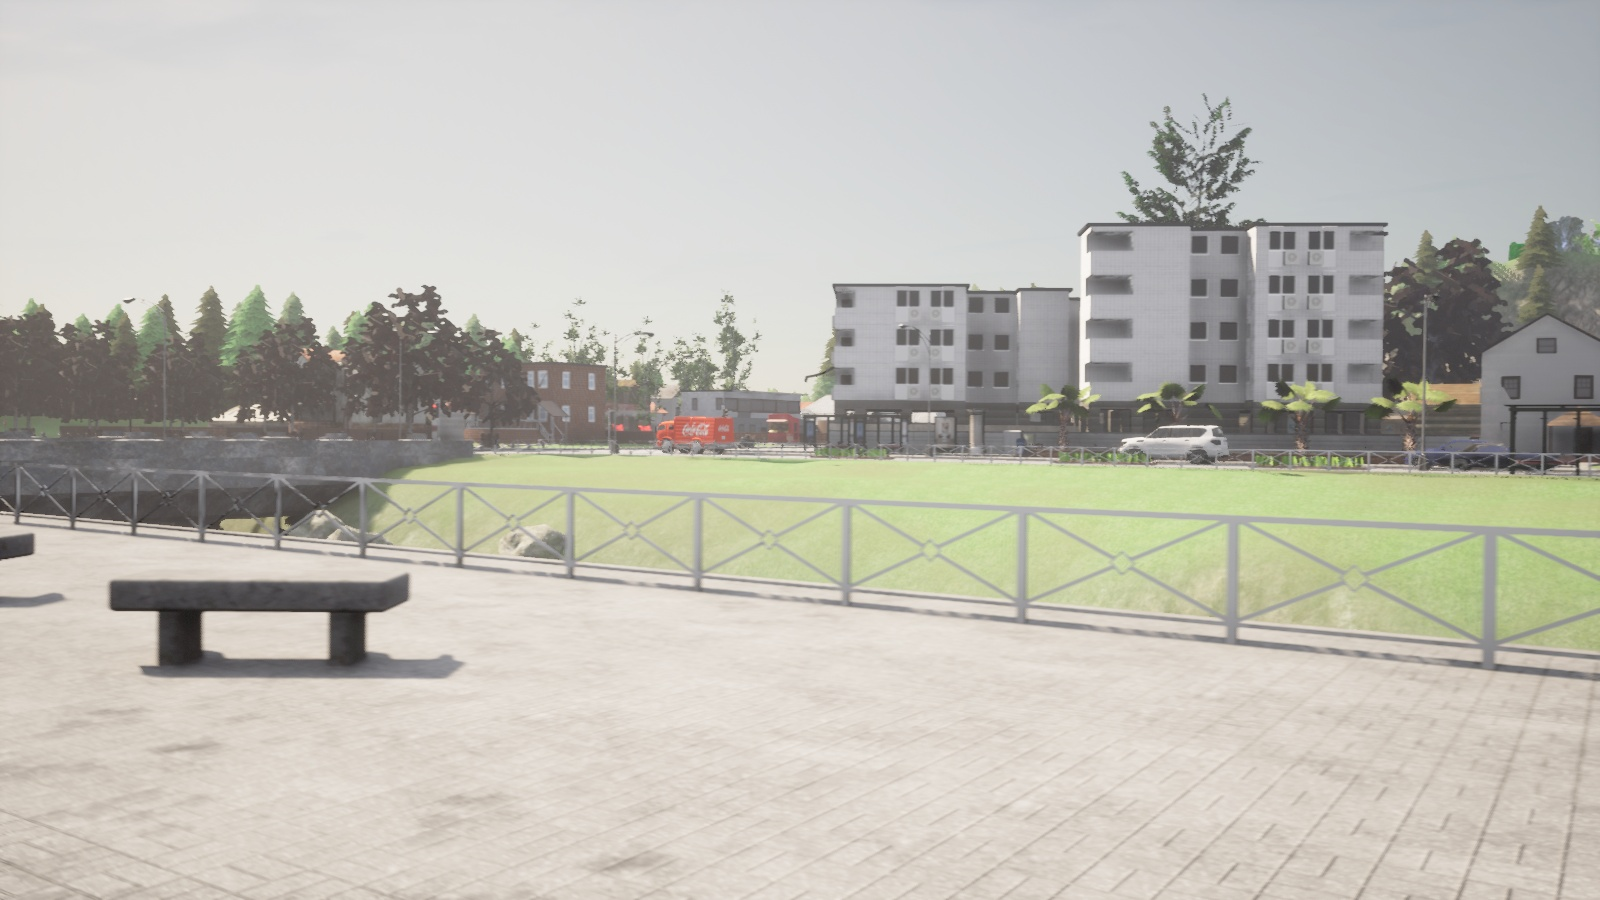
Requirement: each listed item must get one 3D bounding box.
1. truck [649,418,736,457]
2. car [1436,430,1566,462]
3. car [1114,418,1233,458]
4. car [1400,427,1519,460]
[{"bbox_3d":[-7.089,-0.824,83.013,5.204,2.467,2.627,0,1,34],"label":"truck"},{"bbox_3d":[29.902,-0.171,53.633,4.718,1.301,1.895,0,1,34],"label":"car"},{"bbox_3d":[19.418,-0.618,65.398,5.566,2.045,2.150,0,1,34],"label":"car"},{"bbox_3d":[30.464,-0.311,58.061,4.674,1.442,1.812,0,1,34],"label":"car"}]
